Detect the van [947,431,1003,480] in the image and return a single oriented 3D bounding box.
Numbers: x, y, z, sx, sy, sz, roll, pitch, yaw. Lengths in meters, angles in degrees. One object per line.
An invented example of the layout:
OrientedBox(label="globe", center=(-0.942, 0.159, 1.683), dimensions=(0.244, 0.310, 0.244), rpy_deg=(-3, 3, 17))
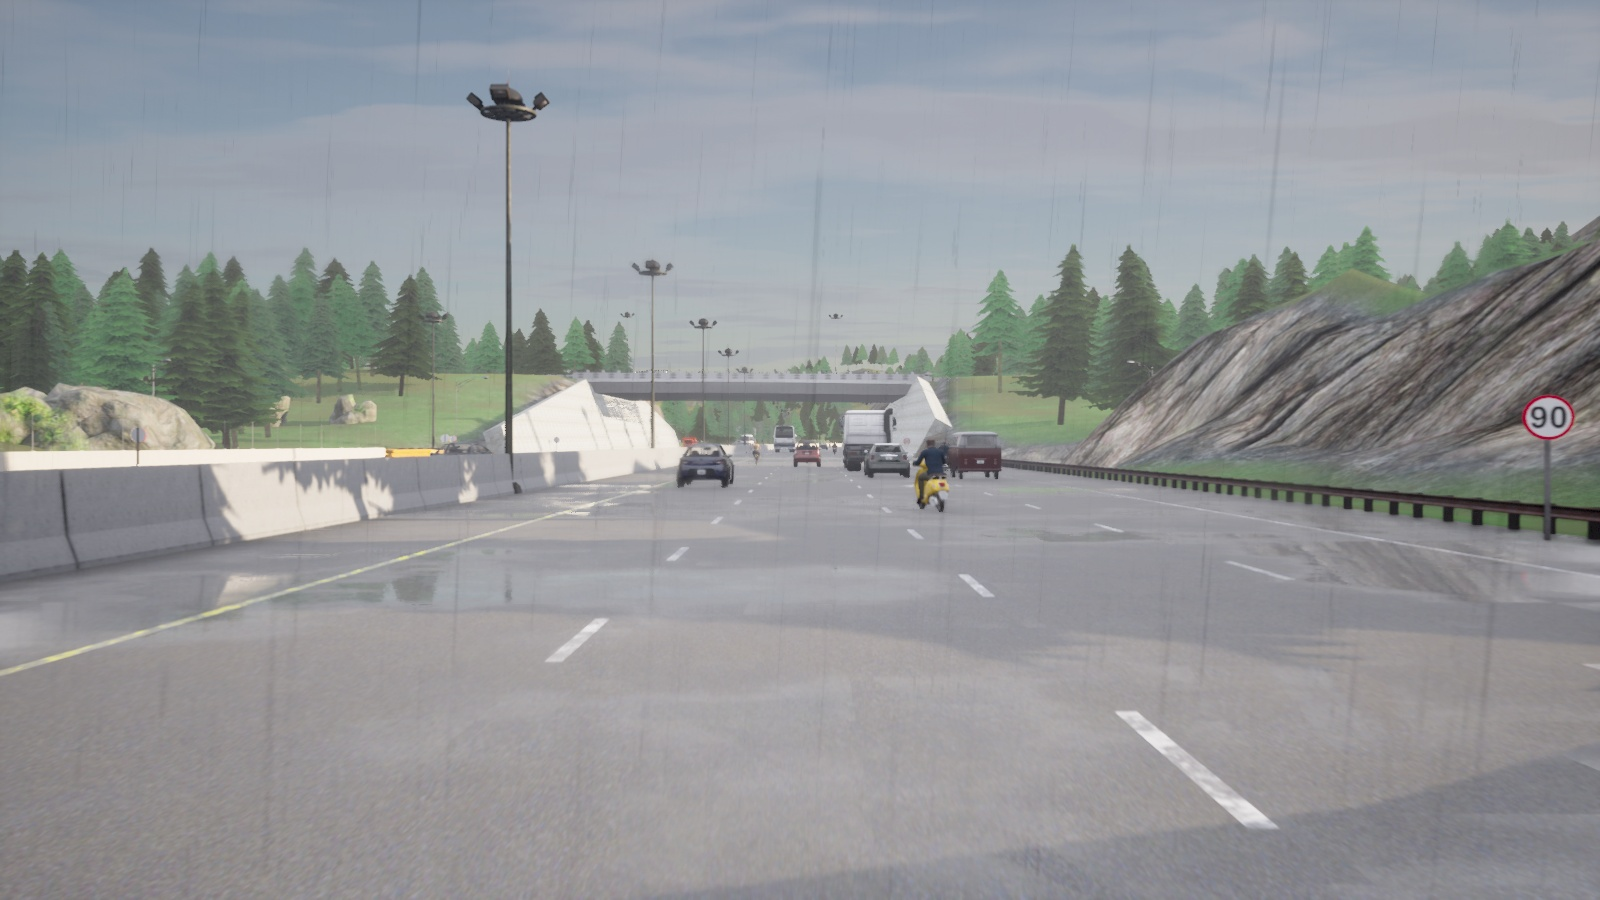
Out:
OrientedBox(label="van", center=(7.310, 0.210, 52.747), dimensions=(1.775, 1.987, 4.442), rpy_deg=(0, 1, 0))

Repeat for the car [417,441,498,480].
OrientedBox(label="car", center=(-13.703, 0.397, 50.550), dimensions=(2.007, 1.525, 4.514), rpy_deg=(0, 0, 0))

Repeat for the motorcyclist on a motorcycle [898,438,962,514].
OrientedBox(label="motorcyclist on a motorcycle", center=(2.817, 0.548, 27.402), dimensions=(0.866, 1.590, 1.817), rpy_deg=(-1, 0, -12))

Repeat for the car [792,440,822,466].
OrientedBox(label="car", center=(0.461, 0.193, 80.141), dimensions=(1.851, 1.617, 3.988), rpy_deg=(0, 0, 0))

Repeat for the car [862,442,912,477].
OrientedBox(label="car", center=(3.821, 0.402, 55.569), dimensions=(1.970, 1.475, 3.806), rpy_deg=(0, 0, 0))

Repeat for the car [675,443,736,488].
OrientedBox(label="car", center=(-3.241, 0.511, 43.791), dimensions=(1.816, 1.474, 4.193), rpy_deg=(0, 0, 0))

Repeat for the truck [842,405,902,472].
OrientedBox(label="truck", center=(3.904, -0.625, 69.667), dimensions=(2.891, 3.462, 7.936), rpy_deg=(0, 0, 0))
